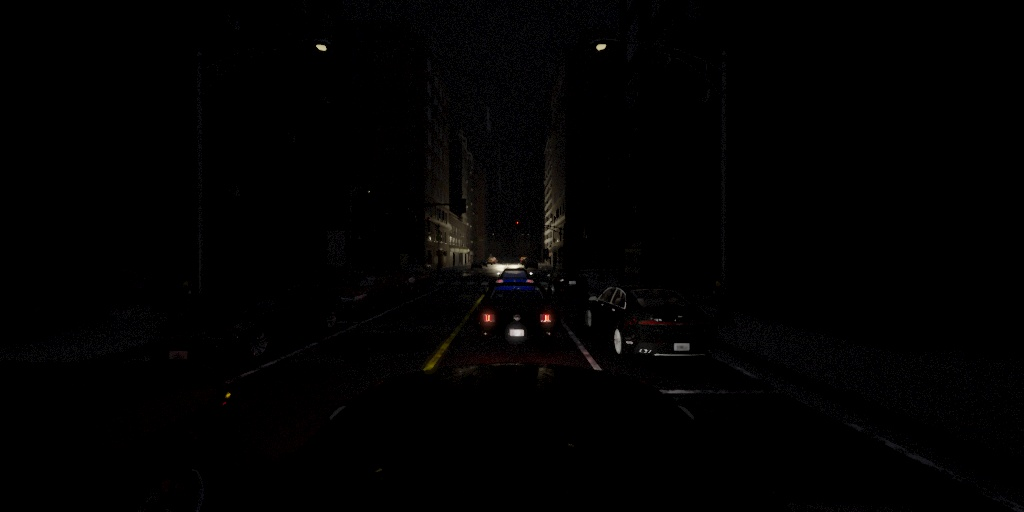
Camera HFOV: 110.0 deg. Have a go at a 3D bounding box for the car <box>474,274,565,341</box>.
[{"bbox_3d":[0.118,1.351,9.858,1.895,1.301,4.718,0,0,0],"label":"car"}]

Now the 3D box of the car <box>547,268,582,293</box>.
[{"bbox_3d":[2.907,1.316,19.236,1.948,1.339,4.313,0,0,0],"label":"car"}]

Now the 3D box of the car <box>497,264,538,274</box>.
[{"bbox_3d":[0.145,1.314,18.617,1.994,1.385,4.181,0,0,1],"label":"car"}]

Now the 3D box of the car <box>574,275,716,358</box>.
[{"bbox_3d":[2.875,1.300,8.234,2.007,1.370,4.403,0,0,0],"label":"car"}]

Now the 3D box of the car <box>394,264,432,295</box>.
[{"bbox_3d":[-5.618,1.190,19.261,1.967,1.591,4.097,0,0,0],"label":"car"}]

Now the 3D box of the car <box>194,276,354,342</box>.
[{"bbox_3d":[-5.650,1.315,8.258,1.948,1.339,4.313,0,0,0],"label":"car"}]

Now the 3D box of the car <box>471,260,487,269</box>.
[{"bbox_3d":[-5.475,1.367,56.363,1.802,1.307,4.207,0,0,0],"label":"car"}]

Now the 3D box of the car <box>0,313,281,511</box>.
[{"bbox_3d":[-3.100,1.275,1.022,1.812,1.442,4.674,0,0,0],"label":"car"}]

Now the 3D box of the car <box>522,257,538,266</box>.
[{"bbox_3d":[3.050,1.225,56.325,1.967,1.591,4.097,0,0,0],"label":"car"}]

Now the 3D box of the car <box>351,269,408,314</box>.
[{"bbox_3d":[-5.635,1.332,13.760,1.802,1.307,4.207,0,0,0],"label":"car"}]
